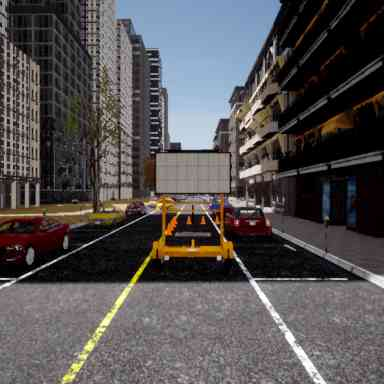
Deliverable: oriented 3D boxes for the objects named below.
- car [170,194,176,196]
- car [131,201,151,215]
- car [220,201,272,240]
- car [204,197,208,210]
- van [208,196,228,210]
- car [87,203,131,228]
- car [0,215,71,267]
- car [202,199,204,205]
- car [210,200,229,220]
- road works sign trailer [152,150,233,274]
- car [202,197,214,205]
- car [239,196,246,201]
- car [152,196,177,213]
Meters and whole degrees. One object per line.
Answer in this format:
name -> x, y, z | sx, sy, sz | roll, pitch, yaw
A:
car -> -5.419, 1.415, 93.591 | 2.192, 1.841, 5.009 | 0, 0, 0
car -> -5.595, 1.597, 33.540 | 1.802, 1.307, 4.206 | 0, 0, 0
car -> 2.737, 1.444, 16.916 | 1.967, 1.590, 4.097 | 0, 0, 0
car -> 2.802, 1.460, 39.047 | 1.967, 1.590, 4.097 | 0, 0, 0
van -> 2.786, 1.357, 33.514 | 1.690, 1.788, 3.998 | 0, 0, 0
car -> -5.627, 1.532, 22.304 | 1.752, 1.417, 4.829 | 0, 0, 0
car -> -5.660, 1.547, 11.409 | 1.887, 1.381, 4.507 | 0, 0, 0
car -> 2.835, 1.581, 50.112 | 2.008, 1.369, 4.403 | 0, 0, 0
car -> 2.769, 1.593, 27.982 | 1.802, 1.307, 4.206 | 0, 0, 0
road works sign trailer -> 0.028, 0.466, 10.594 | 2.380, 3.560, 2.880 | 0, 0, 0
car -> 2.867, 1.594, 61.178 | 2.008, 1.369, 4.403 | 0, 0, 0
car -> 13.661, 1.414, 80.552 | 4.403, 1.369, 2.008 | -1, 1, 0
car -> -2.894, 1.496, 36.893 | 1.882, 1.535, 5.008 | 0, 0, 0
